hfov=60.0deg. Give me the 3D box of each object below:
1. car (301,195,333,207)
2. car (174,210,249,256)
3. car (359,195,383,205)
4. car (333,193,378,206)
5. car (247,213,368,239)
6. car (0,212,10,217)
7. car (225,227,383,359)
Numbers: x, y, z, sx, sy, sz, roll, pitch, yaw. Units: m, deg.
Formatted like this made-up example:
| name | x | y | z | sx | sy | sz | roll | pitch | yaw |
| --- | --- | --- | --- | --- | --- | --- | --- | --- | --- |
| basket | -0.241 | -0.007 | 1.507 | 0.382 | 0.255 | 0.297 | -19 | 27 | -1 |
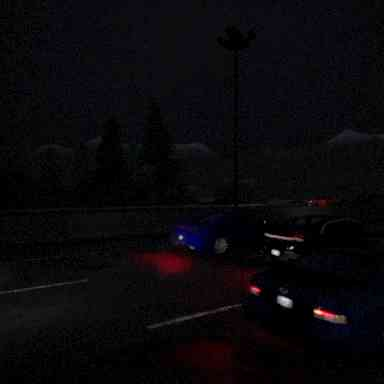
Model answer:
| name | x | y | z | sx | sy | sz | roll | pitch | yaw |
| --- | --- | --- | --- | --- | --- | --- | --- | --- | --- |
| car | 16.655 | 1.295 | 43.973 | 4.553 | 1.767 | 2.097 | 0 | 0 | -21 |
| car | 1.718 | 1.456 | 13.042 | 5.008 | 1.535 | 1.882 | 0 | 0 | -32 |
| car | 22.483 | 1.453 | 38.697 | 4.902 | 1.511 | 2.128 | 0 | 0 | -20 |
| car | 21.092 | 1.176 | 41.924 | 5.566 | 2.045 | 2.150 | 0 | 0 | -20 |
| car | 4.413 | 1.478 | 10.577 | 4.902 | 1.511 | 2.128 | 0 | 0 | -31 |
| car | -11.843 | 1.479 | 16.919 | 4.674 | 1.442 | 1.812 | 0 | 0 | -35 |
| car | 3.376 | 1.541 | 5.877 | 5.357 | 1.411 | 2.033 | 0 | 0 | -33 |
